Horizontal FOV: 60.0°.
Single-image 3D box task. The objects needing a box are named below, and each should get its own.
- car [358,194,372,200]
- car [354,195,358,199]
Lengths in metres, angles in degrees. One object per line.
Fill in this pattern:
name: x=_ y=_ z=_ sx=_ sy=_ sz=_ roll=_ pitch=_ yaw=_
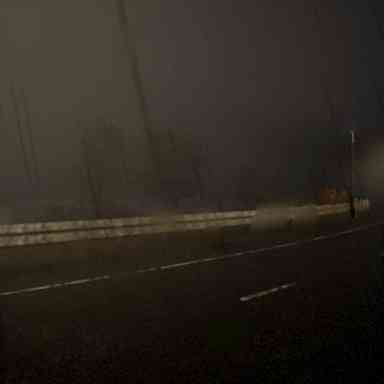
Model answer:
car: x=43.326 y=1.296 z=85.353 sx=1.837 sy=1.490 sz=4.892 roll=0 pitch=0 yaw=1
car: x=39.831 y=1.326 z=85.545 sx=2.128 sy=1.511 sz=4.902 roll=0 pitch=0 yaw=1
